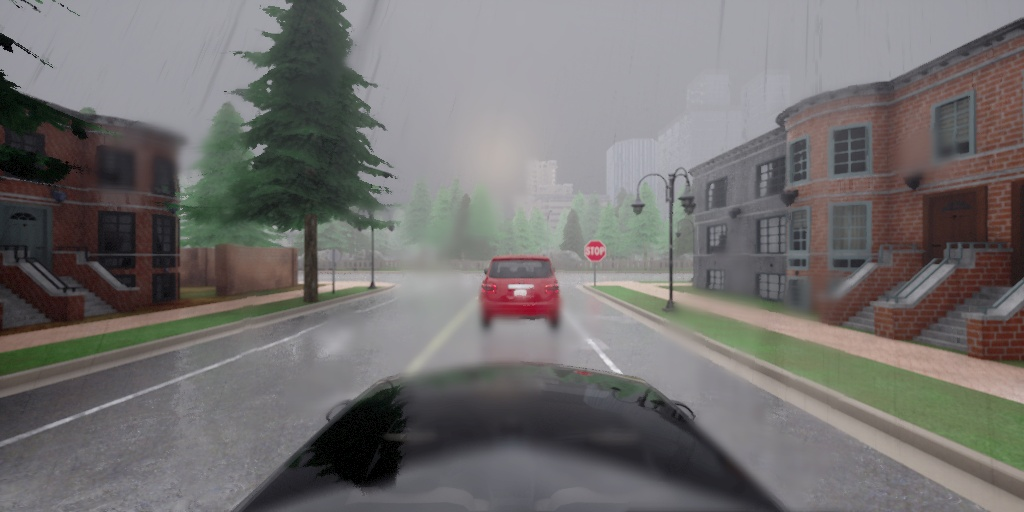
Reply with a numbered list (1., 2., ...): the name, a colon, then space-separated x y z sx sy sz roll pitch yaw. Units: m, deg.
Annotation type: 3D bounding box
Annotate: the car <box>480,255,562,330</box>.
1. car: 0.260 0.984 11.345 2.150 2.045 5.566 0 0 1
